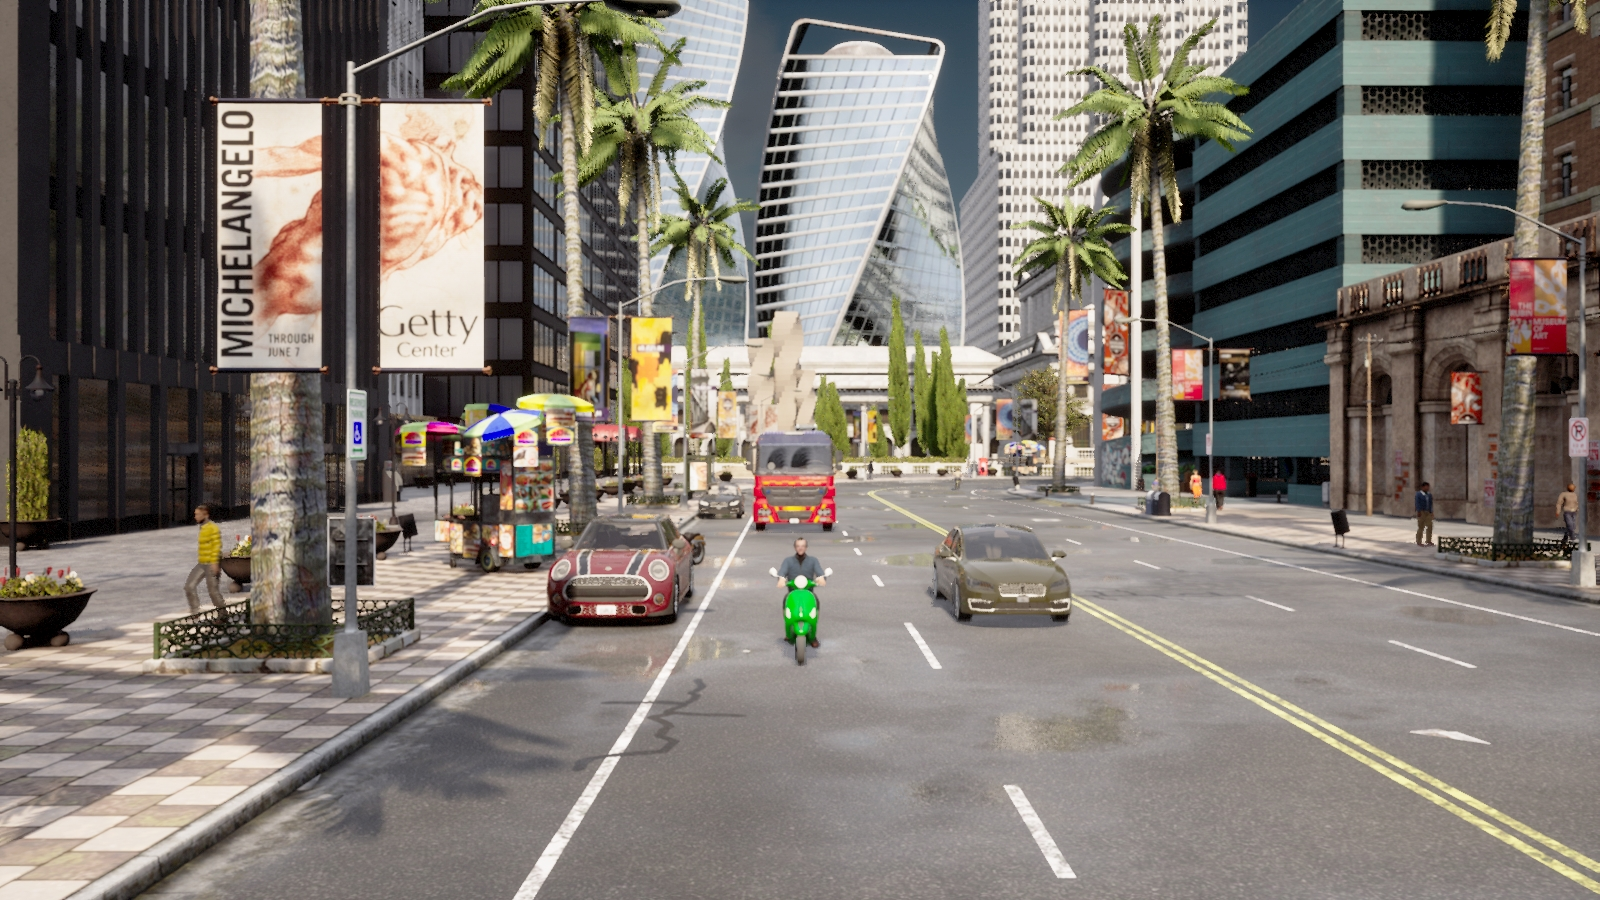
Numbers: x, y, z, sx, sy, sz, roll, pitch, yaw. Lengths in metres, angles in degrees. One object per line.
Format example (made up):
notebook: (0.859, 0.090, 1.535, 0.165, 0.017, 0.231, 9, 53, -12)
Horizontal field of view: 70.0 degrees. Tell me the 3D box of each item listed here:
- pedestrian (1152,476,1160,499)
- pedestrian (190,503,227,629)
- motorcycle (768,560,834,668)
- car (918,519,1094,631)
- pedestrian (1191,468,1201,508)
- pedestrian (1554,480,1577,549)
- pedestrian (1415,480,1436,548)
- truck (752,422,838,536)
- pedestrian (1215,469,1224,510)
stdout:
pedestrian: (19.960, 2.108, 64.086, 0.375, 1.300, 0.375, 0, 0, 1)
pedestrian: (-8.924, 1.734, 17.233, 0.375, 1.860, 0.375, 0, 0, 40)
motorcycle: (0.012, 2.217, 15.774, 0.856, 1.236, 1.805, 0, 0, 0)
car: (3.493, 2.106, 20.401, 2.231, 1.480, 4.892, 0, 0, 0)
pedestrian: (18.916, 1.809, 54.583, 0.375, 1.860, 0.375, 0, 0, 5)
pedestrian: (20.890, 1.762, 31.182, 0.375, 1.860, 0.375, 0, 0, 0)
pedestrian: (17.240, 1.763, 31.493, 0.375, 1.860, 0.375, 0, 0, -12)
truck: (-0.218, 0.980, 42.756, 2.891, 3.827, 8.468, 0, 0, -1)
pedestrian: (19.111, 1.806, 52.071, 0.375, 1.860, 0.375, 0, 0, 17)
